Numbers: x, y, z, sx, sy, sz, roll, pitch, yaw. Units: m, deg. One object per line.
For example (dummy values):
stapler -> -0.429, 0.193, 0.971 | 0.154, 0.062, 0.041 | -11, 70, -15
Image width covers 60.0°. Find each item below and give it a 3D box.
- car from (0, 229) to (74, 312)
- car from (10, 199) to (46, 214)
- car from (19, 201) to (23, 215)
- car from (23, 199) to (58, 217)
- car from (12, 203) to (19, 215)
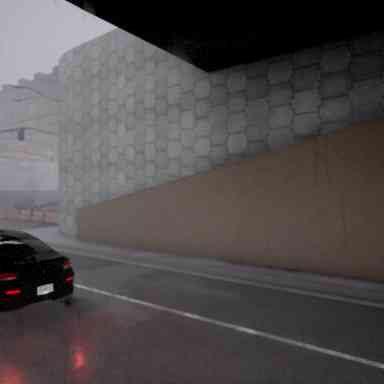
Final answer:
car -> -4.434, 1.539, 7.147 | 4.674, 1.442, 1.812 | 0, 0, 36
car -> -15.907, 1.351, 32.505 | 1.853, 1.218, 4.536 | 0, 0, -10
car -> -12.208, 1.500, 29.694 | 4.974, 1.542, 2.038 | 0, 0, 0
car -> -12.156, 1.342, 29.694 | 4.536, 1.218, 1.853 | 0, 0, 0
car -> -15.898, 1.508, 32.454 | 2.038, 1.542, 4.974 | 0, 0, -10
